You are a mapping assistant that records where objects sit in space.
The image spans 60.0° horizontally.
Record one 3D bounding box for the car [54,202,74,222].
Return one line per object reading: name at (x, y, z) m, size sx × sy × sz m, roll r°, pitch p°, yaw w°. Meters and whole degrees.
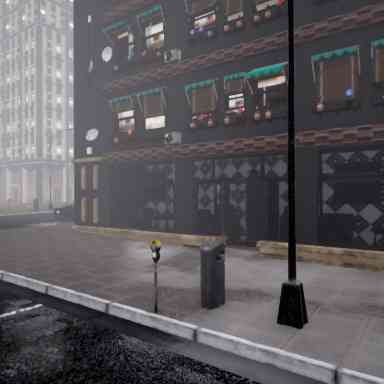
car at (-7.303, 1.279, 22.814) m, size 1.947 × 1.339 × 4.313 m, roll 1°, pitch 1°, yaw 35°
